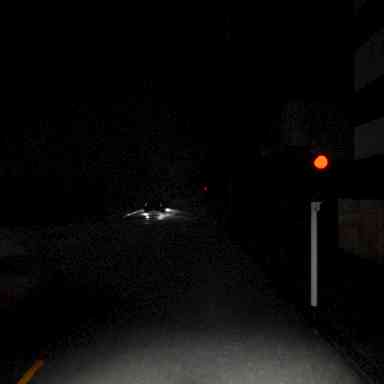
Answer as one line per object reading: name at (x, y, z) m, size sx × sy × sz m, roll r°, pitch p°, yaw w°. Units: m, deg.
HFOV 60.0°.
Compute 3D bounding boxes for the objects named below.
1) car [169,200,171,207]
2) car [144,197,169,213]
car at (-4.103, 1.601, 47.674) m, size 1.895 × 1.301 × 4.718 m, roll 0°, pitch 0°, yaw 0°
car at (-4.117, 1.352, 37.612) m, size 2.097 × 1.767 × 4.553 m, roll 0°, pitch 0°, yaw 0°
